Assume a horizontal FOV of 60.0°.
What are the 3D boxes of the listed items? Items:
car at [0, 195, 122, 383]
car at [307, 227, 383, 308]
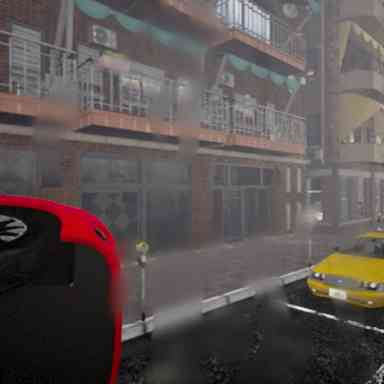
[{"bbox_3d":[-3.415,0.960,2.672,5.566,2.150,2.045,4,14,-14],"label":"car"},{"bbox_3d":[4.397,1.525,7.669,4.829,1.417,1.752,0,0,-43],"label":"car"}]
